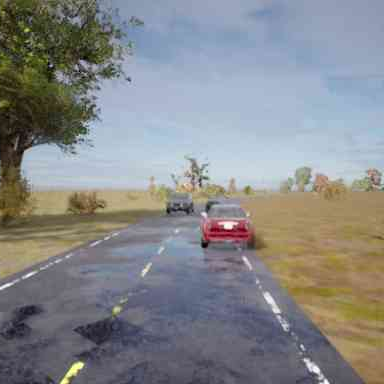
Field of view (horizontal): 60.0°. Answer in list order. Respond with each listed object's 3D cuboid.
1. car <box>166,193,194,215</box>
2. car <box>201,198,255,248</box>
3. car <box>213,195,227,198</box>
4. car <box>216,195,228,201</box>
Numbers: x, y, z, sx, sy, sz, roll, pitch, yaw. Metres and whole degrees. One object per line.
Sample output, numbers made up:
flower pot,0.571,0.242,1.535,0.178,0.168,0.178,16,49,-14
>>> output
car,-1.076,1.099,32.607,2.150,2.045,5.566,0,0,7
car,1.476,1.301,14.598,2.097,1.767,4.553,0,0,3
car,2.538,1.370,36.648,1.837,1.490,4.892,0,0,9
car,6.656,1.253,72.886,1.895,1.301,4.718,0,0,14
